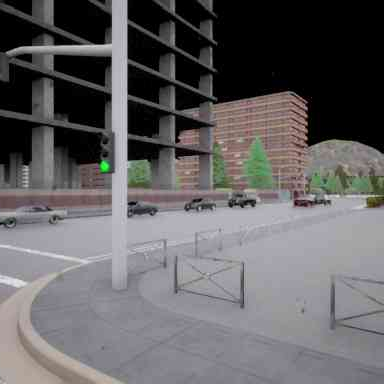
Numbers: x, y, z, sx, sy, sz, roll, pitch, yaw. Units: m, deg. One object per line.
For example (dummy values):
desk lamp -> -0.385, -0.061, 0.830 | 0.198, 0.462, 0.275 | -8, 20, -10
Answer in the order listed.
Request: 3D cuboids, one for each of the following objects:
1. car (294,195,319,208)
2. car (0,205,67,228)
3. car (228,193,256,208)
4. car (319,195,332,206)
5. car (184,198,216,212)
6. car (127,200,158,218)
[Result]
car -> 15.977, 1.422, 47.203 | 1.882, 1.535, 5.008 | 0, 0, 35
car -> -10.795, 1.545, 21.872 | 1.895, 1.301, 4.718 | 0, 0, 35
car -> 7.200, 1.166, 47.180 | 2.150, 2.045, 5.566 | 0, 0, 35
car -> 21.682, 1.297, 55.250 | 2.097, 1.767, 4.553 | 0, 0, 35
car -> 0.976, 1.449, 38.468 | 1.837, 1.490, 4.892 | 0, 0, 35
car -> -5.019, 1.470, 30.004 | 1.812, 1.442, 4.674 | 0, 0, 36
